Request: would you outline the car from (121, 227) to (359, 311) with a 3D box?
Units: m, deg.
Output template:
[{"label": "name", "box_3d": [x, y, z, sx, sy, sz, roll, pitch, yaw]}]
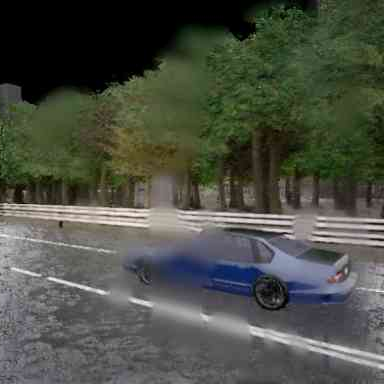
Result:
[{"label": "car", "box_3d": [0.842, 1.551, 7.736, 5.357, 1.411, 2.033, 0, 0, 33]}]
